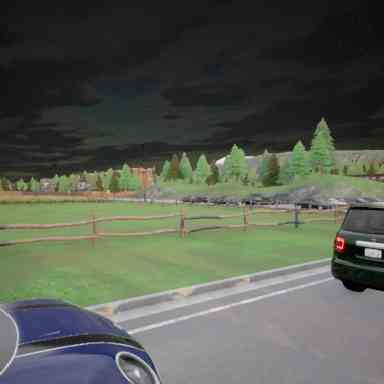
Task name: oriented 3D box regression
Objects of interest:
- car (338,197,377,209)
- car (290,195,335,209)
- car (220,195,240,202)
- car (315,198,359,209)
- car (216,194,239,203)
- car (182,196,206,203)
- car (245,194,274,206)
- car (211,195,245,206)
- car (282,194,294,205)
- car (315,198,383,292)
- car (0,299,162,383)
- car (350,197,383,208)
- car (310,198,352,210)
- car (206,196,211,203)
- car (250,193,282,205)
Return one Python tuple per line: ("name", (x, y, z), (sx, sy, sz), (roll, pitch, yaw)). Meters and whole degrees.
("car", (23.479, 1.526, 47.286), (1.812, 1.442, 4.674), (0, 0, -37))
("car", (15.053, 1.504, 41.020), (1.837, 1.490, 4.892), (0, 0, -36))
("car", (8.373, 1.428, 73.940), (1.994, 1.385, 4.181), (0, 0, -36))
("car", (20.010, 1.547, 46.095), (2.033, 1.411, 5.357), (0, 0, -36))
("car", (7.346, 1.326, 69.425), (2.097, 1.767, 4.553), (0, 0, -36))
("car", (-0.072, 1.547, 67.693), (2.033, 1.411, 5.357), (0, 0, -36))
("car", (10.243, 1.478, 53.493), (1.882, 1.535, 5.008), (0, 0, -36))
("car", (5.739, 1.504, 53.717), (1.837, 1.490, 4.892), (0, 0, -36))
("car", (16.542, 1.492, 56.749), (2.128, 1.511, 4.902), (0, 0, -36))
("car", (5.510, 1.221, 7.701), (5.566, 2.045, 2.150), (0, 0, -36))
("car", (-2.384, 1.352, 2.040), (4.553, 1.767, 2.097), (0, 0, -36))
("car", (26.500, 1.547, 49.087), (2.033, 1.411, 5.357), (0, 0, -36))
("car", (17.921, 1.526, 43.028), (1.812, 1.442, 4.674), (0, 0, -36))
("car", (2.997, 1.477, 69.435), (1.882, 1.535, 5.008), (0, 0, -36))
("car", (11.997, 1.218, 57.027), (2.150, 2.045, 5.566), (0, 0, -36))
